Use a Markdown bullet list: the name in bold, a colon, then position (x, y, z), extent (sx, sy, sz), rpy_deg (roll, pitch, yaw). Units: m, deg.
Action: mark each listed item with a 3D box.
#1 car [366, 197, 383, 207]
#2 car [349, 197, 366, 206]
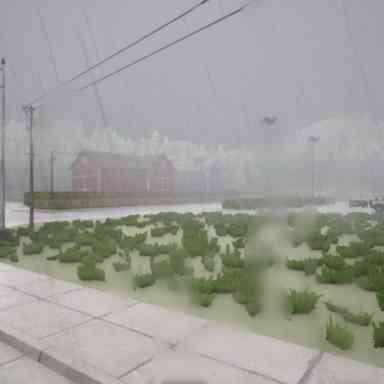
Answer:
- **car**: position (22.083, 1.310, 36.402), extent (4.605, 1.855, 1.932), rpy_deg (0, 0, 36)
- **car**: position (23.416, 1.476, 46.704), extent (1.882, 1.535, 5.008), rpy_deg (0, 0, 36)
